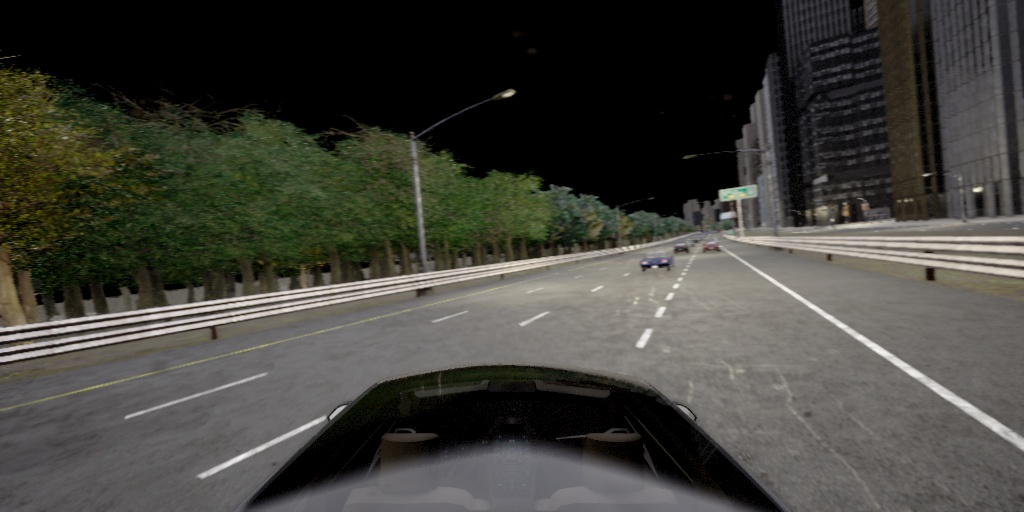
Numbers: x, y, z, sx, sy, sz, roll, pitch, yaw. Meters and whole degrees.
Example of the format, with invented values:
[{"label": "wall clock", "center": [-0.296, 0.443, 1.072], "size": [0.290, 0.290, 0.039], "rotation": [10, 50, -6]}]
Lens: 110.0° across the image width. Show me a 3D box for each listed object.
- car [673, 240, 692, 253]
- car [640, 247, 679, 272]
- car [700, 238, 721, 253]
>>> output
[{"label": "car", "center": [23.769, -1.133, 50.338], "size": [1.882, 1.535, 5.008], "rotation": [-5, 0, 28]}, {"label": "car", "center": [10.315, 0.328, 25.272], "size": [1.895, 1.301, 4.718], "rotation": [-5, 0, 28]}, {"label": "car", "center": [25.658, -1.251, 46.264], "size": [1.812, 1.442, 4.674], "rotation": [-5, 0, 28]}]
